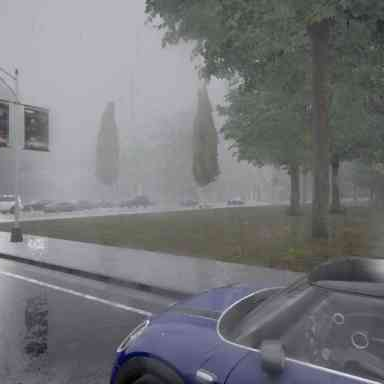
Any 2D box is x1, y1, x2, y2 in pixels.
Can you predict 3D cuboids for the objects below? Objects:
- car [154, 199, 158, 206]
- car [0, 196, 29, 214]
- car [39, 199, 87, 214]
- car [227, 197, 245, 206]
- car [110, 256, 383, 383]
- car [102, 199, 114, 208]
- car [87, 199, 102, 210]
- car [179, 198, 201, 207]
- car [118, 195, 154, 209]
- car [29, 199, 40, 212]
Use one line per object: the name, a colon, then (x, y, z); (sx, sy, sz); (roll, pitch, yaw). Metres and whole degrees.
car: (-8.090, 1.836, 59.626); (2.128, 1.511, 4.902); (0, 0, 36)
car: (-21.033, 1.399, 35.541); (2.150, 2.045, 5.566); (0, 0, 34)
car: (-14.851, 1.765, 38.449); (1.994, 1.385, 4.181); (0, 0, 36)
car: (8.852, 1.818, 66.558); (2.097, 1.767, 4.553); (0, -1, 35)
car: (1.436, 1.352, 2.665); (4.553, 1.767, 2.097); (0, 0, 36)
car: (-14.040, 1.837, 51.185); (1.994, 1.385, 4.181); (0, 0, 35)
car: (-15.067, 1.778, 44.055); (2.033, 1.411, 5.357); (0, 0, 35)
car: (-0.269, 1.857, 59.190); (2.128, 1.511, 4.902); (0, -1, 35)
car: (-9.075, 1.514, 52.606); (2.150, 2.045, 5.566); (0, 0, 36)
car: (-19.724, 1.695, 43.067); (1.882, 1.535, 5.008); (0, 0, 35)
